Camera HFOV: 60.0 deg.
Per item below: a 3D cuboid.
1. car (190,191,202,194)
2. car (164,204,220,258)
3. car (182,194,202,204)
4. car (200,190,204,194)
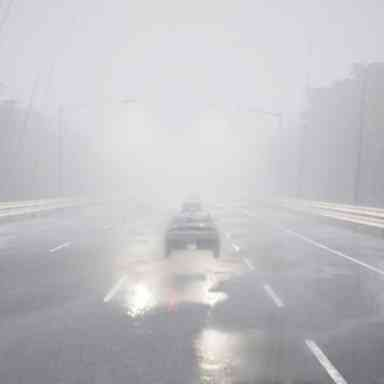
[{"bbox_3d":[0.193,0.916,49.675,1.812,1.442,4.674,0,1,1],"label":"car"},{"bbox_3d":[0.004,1.440,12.542,2.128,1.511,4.902,0,0,0],"label":"car"},{"bbox_3d":[0.014,1.235,31.627,1.812,1.442,4.674,0,1,0],"label":"car"},{"bbox_3d":[1.159,0.475,78.899,2.128,1.511,4.902,0,1,3],"label":"car"}]
